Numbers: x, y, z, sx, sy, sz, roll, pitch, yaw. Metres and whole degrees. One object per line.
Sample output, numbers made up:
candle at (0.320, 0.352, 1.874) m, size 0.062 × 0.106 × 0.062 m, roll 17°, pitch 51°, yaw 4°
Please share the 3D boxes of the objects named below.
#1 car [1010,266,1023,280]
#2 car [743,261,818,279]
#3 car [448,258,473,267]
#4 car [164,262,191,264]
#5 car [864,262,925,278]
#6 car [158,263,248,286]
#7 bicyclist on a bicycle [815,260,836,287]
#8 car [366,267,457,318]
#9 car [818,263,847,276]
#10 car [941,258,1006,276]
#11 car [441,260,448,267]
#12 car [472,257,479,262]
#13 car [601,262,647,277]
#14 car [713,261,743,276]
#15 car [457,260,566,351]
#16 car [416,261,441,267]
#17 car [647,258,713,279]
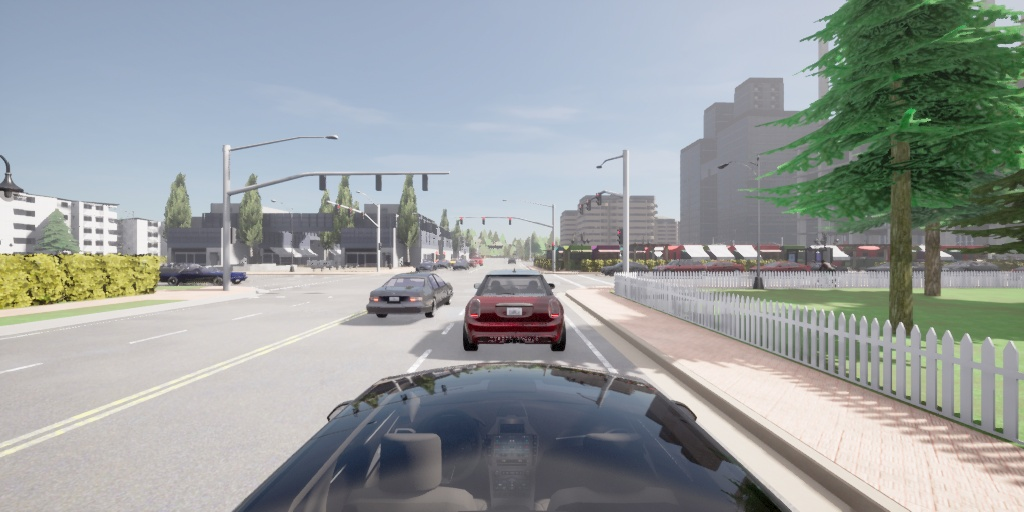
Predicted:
car at (43.879, 1.314, 29.433) m, size 4.181 × 1.385 × 1.994 m, roll 0°, pitch 0°, yaw -3°
car at (24.292, 1.228, 32.606) m, size 5.008 × 1.535 × 1.882 m, roll 0°, pitch 0°, yaw -1°
car at (-7.096, 1.298, 50.307) m, size 2.033 × 1.411 × 5.357 m, roll 0°, pitch 0°, yaw 0°
car at (-25.390, 1.242, 27.774) m, size 4.902 × 1.511 × 2.128 m, roll 0°, pitch 0°, yaw -2°
car at (35.176, 1.255, 32.869) m, size 4.892 × 1.490 × 1.837 m, roll 0°, pitch 0°, yaw -1°
car at (-20.881, 1.351, 24.378) m, size 4.718 × 1.301 × 1.895 m, roll 0°, pitch 0°, yaw -1°
bicyclist on a bicycle at (18.791, 1.052, 21.483) m, size 0.582 × 1.620 × 1.656 m, roll 0°, pitch 0°, yaw -1°
car at (-3.418, 1.297, 12.963) m, size 2.033 × 1.411 × 5.357 m, roll 0°, pitch 0°, yaw 0°
car at (30.755, 1.351, 36.269) m, size 4.718 × 1.301 × 1.895 m, roll 0°, pitch 0°, yaw -1°
car at (46.425, 1.243, 36.582) m, size 4.902 × 1.511 × 2.128 m, roll 0°, pitch 0°, yaw -1°
car at (-10.595, 1.297, 55.374) m, size 2.033 × 1.411 × 5.357 m, roll 0°, pitch 0°, yaw 0°
car at (-7.083, 1.351, 60.445) m, size 1.895 × 1.301 × 4.718 m, roll 0°, pitch 0°, yaw 0°
car at (11.231, 1.276, 35.763) m, size 4.674 × 1.442 × 1.812 m, roll 0°, pitch 0°, yaw -1°
car at (20.555, 1.228, 36.017) m, size 5.008 × 1.535 × 1.882 m, roll 0°, pitch 0°, yaw -1°
car at (0.064, 1.102, 9.128) m, size 2.097 × 1.767 × 4.553 m, roll 0°, pitch 0°, yaw 0°
car at (-10.730, 1.314, 45.140) m, size 1.994 × 1.385 × 4.181 m, roll 0°, pitch 0°, yaw 3°
car at (15.079, 1.102, 32.376) m, size 4.553 × 1.767 × 2.097 m, roll 0°, pitch 0°, yaw -1°
